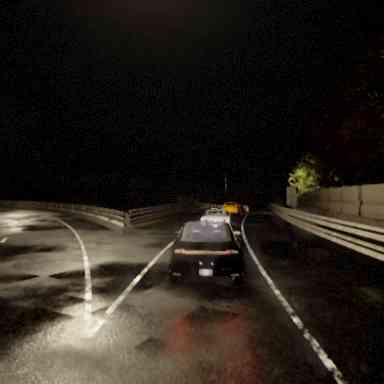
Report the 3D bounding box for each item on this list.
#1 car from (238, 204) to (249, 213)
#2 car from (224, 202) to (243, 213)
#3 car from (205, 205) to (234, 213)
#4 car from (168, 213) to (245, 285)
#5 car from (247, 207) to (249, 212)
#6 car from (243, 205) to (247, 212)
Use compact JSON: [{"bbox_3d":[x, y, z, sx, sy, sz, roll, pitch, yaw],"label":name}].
[{"bbox_3d":[10.782,3.479,69.476,1.882,1.535,5.008,0,-4,13],"label":"car"},{"bbox_3d":[4.629,1.917,39.110,1.882,1.535,5.008,0,-1,11],"label":"car"},{"bbox_3d":[1.757,1.834,22.902,1.895,1.301,4.718,0,-1,8],"label":"car"},{"bbox_3d":[0.448,1.592,9.803,2.128,1.511,4.902,0,-1,3],"label":"car"},{"bbox_3d":[8.891,2.940,60.257,1.895,1.301,4.718,0,-4,11],"label":"car"},{"bbox_3d":[6.969,2.337,51.157,2.128,1.511,4.902,0,-3,11],"label":"car"}]
